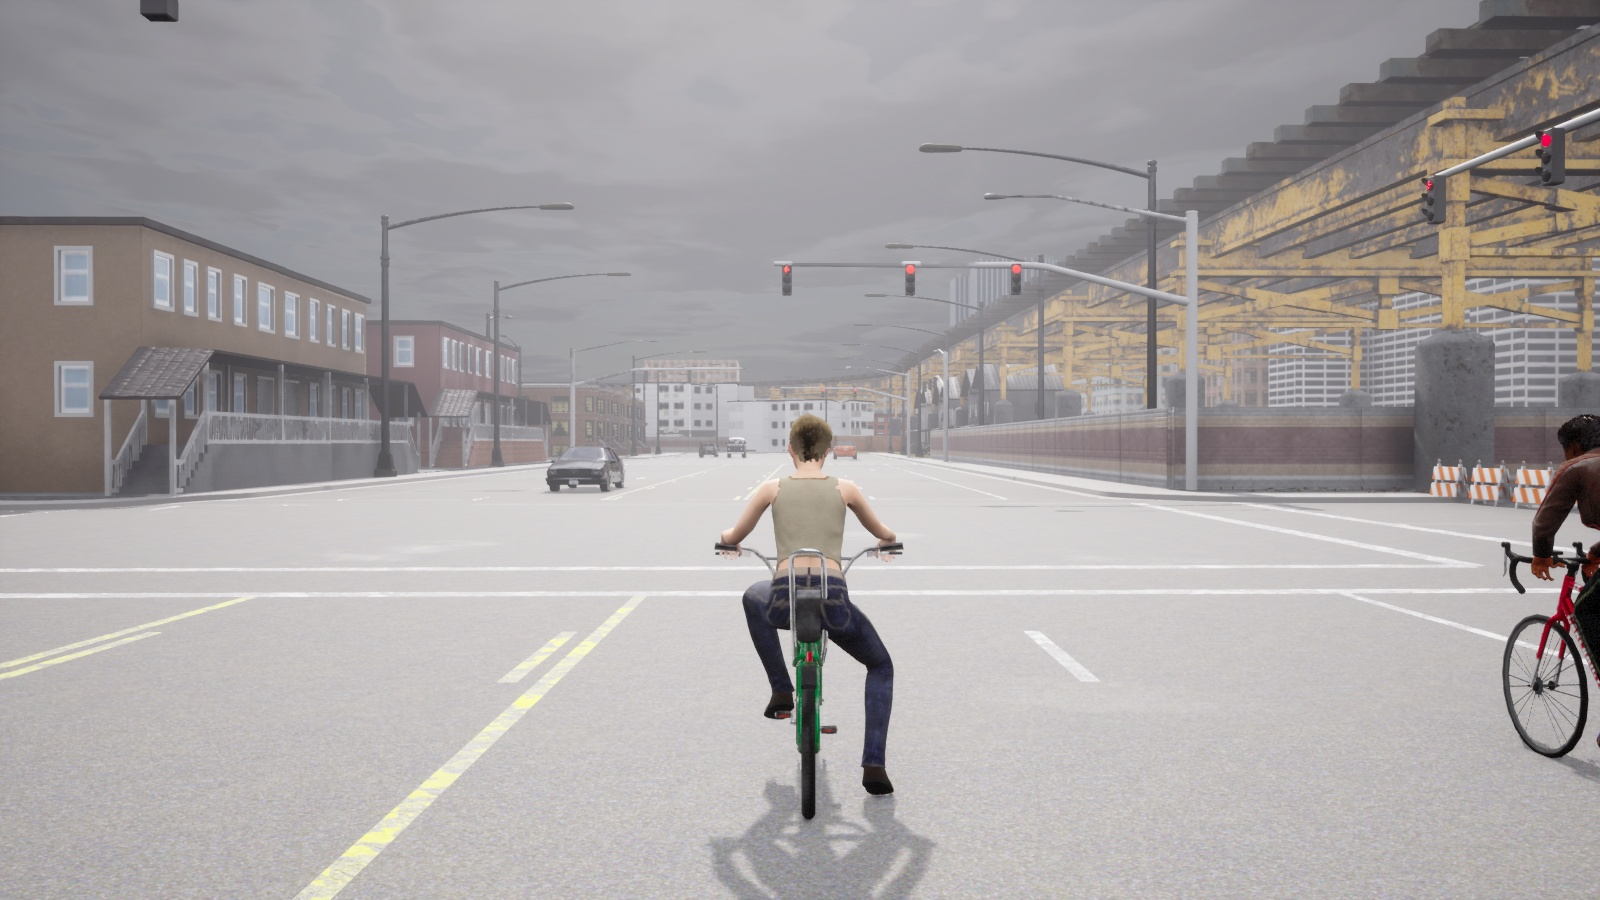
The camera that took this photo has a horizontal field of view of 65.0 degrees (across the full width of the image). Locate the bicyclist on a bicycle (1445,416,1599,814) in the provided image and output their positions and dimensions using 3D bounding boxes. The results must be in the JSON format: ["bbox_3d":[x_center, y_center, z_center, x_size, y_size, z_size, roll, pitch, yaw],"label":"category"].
[{"bbox_3d":[3.545,0.671,5.511,0.582,1.620,1.656,0,0,0],"label":"bicyclist on a bicycle"}]

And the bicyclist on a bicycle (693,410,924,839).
[{"bbox_3d":[0.038,0.652,5.474,0.866,1.612,1.509,0,0,0],"label":"bicyclist on a bicycle"}]

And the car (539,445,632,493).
[{"bbox_3d":[-6.776,0.561,40.269,2.033,1.411,5.357,0,0,0],"label":"car"}]
